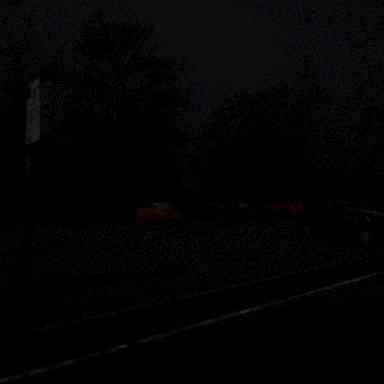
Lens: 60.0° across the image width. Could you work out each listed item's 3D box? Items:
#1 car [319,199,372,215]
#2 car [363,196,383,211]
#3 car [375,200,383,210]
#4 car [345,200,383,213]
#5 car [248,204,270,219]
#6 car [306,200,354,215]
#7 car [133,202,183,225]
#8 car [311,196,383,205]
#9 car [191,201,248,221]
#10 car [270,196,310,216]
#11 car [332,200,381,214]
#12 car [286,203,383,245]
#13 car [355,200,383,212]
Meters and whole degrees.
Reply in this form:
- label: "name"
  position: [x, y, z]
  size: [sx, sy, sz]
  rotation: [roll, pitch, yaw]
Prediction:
- label: "car"
  position: [17.889, 1.714, 39.022]
  size: [1.946, 1.575, 5.366]
  rotation: [1, 0, -36]
- label: "car"
  position: [26.863, 1.596, 45.628]
  size: [2.435, 2.045, 5.566]
  rotation: [1, 0, -36]
- label: "car"
  position: [29.114, 1.884, 47.265]
  size: [2.097, 1.535, 5.008]
  rotation: [1, -1, -36]
- label: "car"
  position: [22.331, 1.811, 42.388]
  size: [2.163, 1.488, 4.792]
  rotation: [1, 0, -36]
- label: "car"
  position: [4.180, 1.581, 29.474]
  size: [2.002, 1.452, 4.674]
  rotation: [1, 0, -35]
- label: "car"
  position: [15.516, 1.725, 37.552]
  size: [2.002, 1.452, 4.674]
  rotation: [1, 0, -36]
- label: "car"
  position: [-2.622, 1.489, 24.623]
  size: [2.097, 1.535, 5.008]
  rotation: [0, 0, -35]
- label: "car"
  position: [9.478, 1.268, 17.222]
  size: [2.435, 2.045, 5.566]
  rotation: [1, 0, -35]
- label: "car"
  position: [1.909, 1.519, 27.860]
  size: [2.097, 1.535, 5.008]
  rotation: [0, 0, -35]
- label: "car"
  position: [8.736, 1.466, 32.679]
  size: [2.185, 1.767, 4.553]
  rotation: [1, 0, -35]
- label: "car"
  position: [20.052, 1.749, 40.788]
  size: [2.097, 1.535, 5.008]
  rotation: [1, 0, -36]
- label: "car"
  position: [7.214, 1.503, 15.568]
  size: [2.231, 1.521, 4.892]
  rotation: [0, 0, -35]
- label: "car"
  position: [24.563, 1.843, 44.055]
  size: [2.163, 1.488, 4.792]
  rotation: [1, 0, -36]
